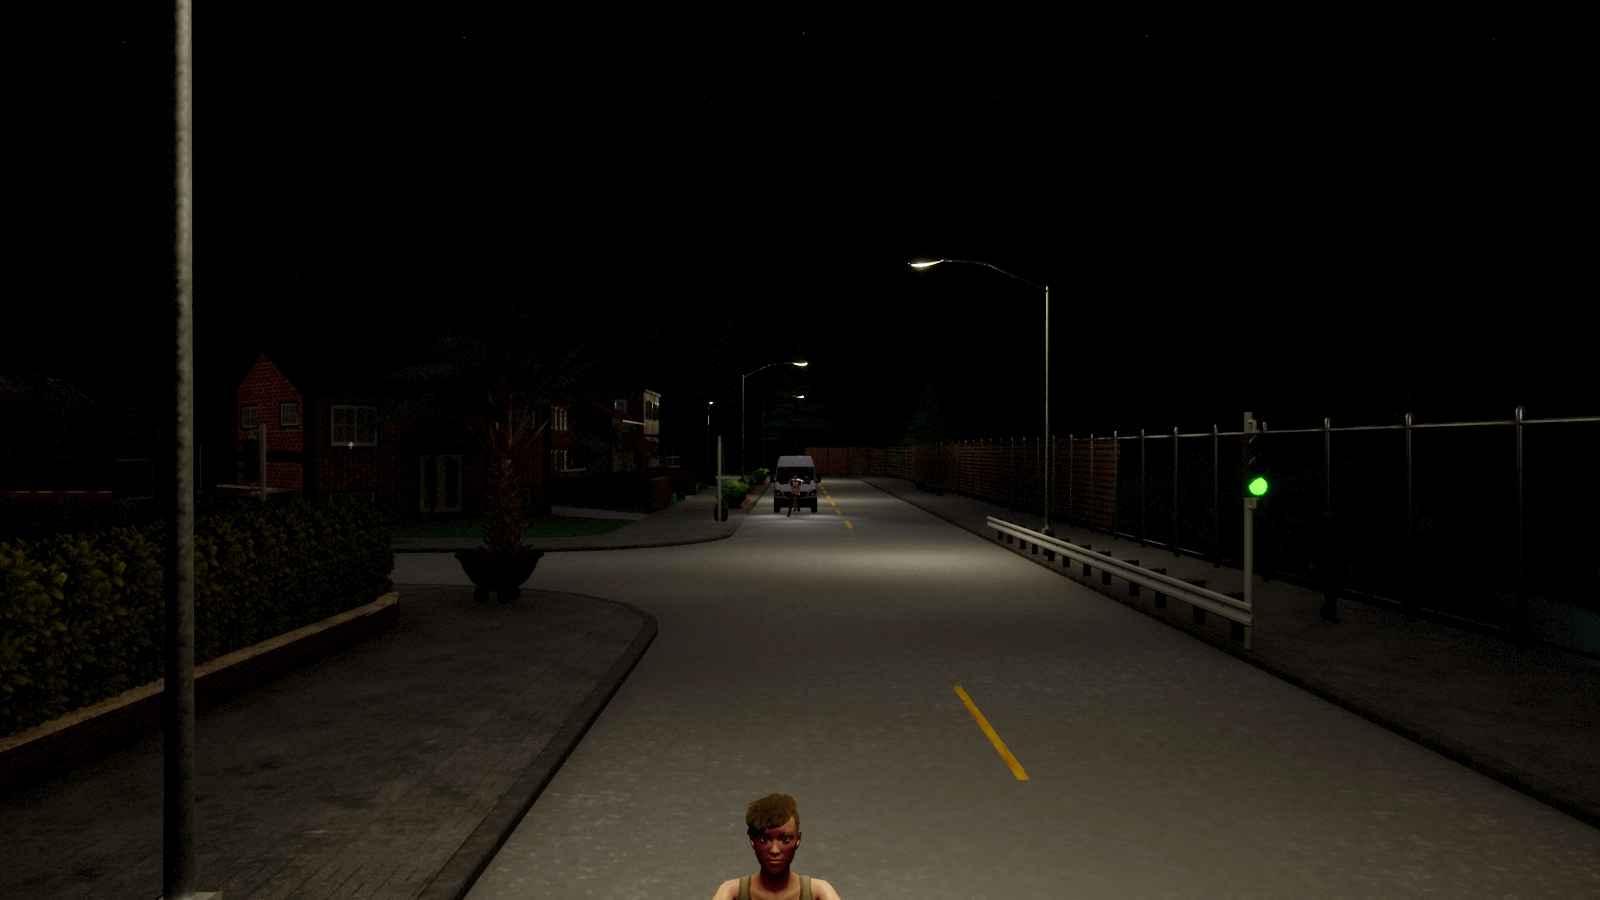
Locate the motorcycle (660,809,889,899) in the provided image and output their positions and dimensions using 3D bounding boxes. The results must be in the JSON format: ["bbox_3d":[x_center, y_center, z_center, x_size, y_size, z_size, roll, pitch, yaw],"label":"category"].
[{"bbox_3d":[-0.084,2.157,3.590,0.764,1.307,2.356,0,0,-1],"label":"motorcycle"}]

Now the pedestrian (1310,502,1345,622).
[{"bbox_3d":[8.291,1.751,17.960,0.375,1.860,0.375,0,0,1],"label":"pedestrian"}]
